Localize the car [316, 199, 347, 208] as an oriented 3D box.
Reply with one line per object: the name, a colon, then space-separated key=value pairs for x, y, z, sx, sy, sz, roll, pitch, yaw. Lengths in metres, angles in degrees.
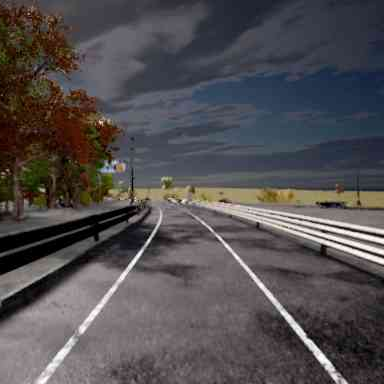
car: x=21.962 y=1.821 z=52.593 sx=1.895 sy=1.301 sz=4.718 roll=0 pitch=-1 yaw=-25

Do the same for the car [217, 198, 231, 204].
car: x=7.935 y=2.262 z=82.452 sx=1.994 sy=1.385 sz=4.181 roll=0 pitch=-1 yaw=-25
